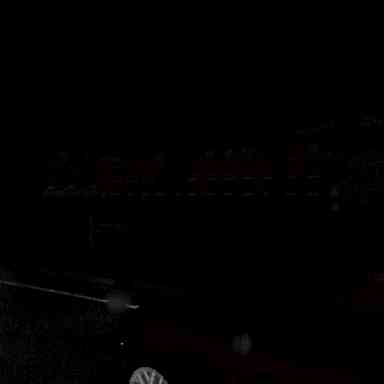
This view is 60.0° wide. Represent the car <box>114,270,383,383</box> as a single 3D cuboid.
[{"bbox_3d":[1.463,1.477,2.916,5.008,1.535,1.882,0,0,35],"label":"car"}]
